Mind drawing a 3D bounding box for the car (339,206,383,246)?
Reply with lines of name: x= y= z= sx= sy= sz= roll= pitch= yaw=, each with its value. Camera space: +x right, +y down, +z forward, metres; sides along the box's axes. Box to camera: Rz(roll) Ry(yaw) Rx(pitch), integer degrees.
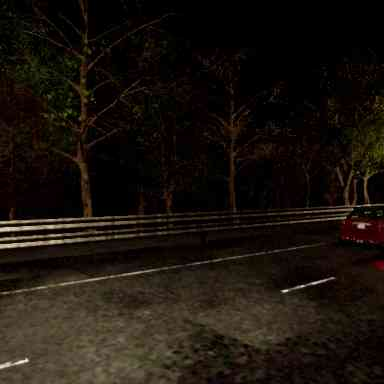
car: x=8.299 y=1.369 z=14.180 sx=4.553 sy=1.767 sz=2.097 roll=0 pitch=0 yaw=-36
